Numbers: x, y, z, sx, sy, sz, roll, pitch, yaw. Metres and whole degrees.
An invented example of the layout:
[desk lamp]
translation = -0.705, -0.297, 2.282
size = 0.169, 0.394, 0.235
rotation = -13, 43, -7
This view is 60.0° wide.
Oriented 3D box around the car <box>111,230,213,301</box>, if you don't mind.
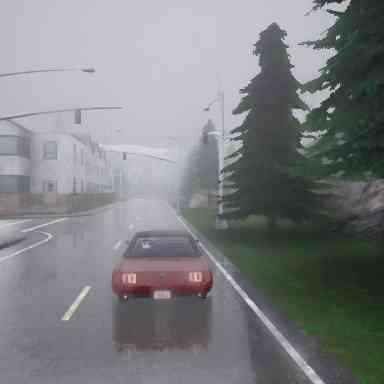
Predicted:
[car]
translation = -0.726, 1.601, 8.317
size = 1.895, 1.301, 4.718
rotation = 0, 0, -5
